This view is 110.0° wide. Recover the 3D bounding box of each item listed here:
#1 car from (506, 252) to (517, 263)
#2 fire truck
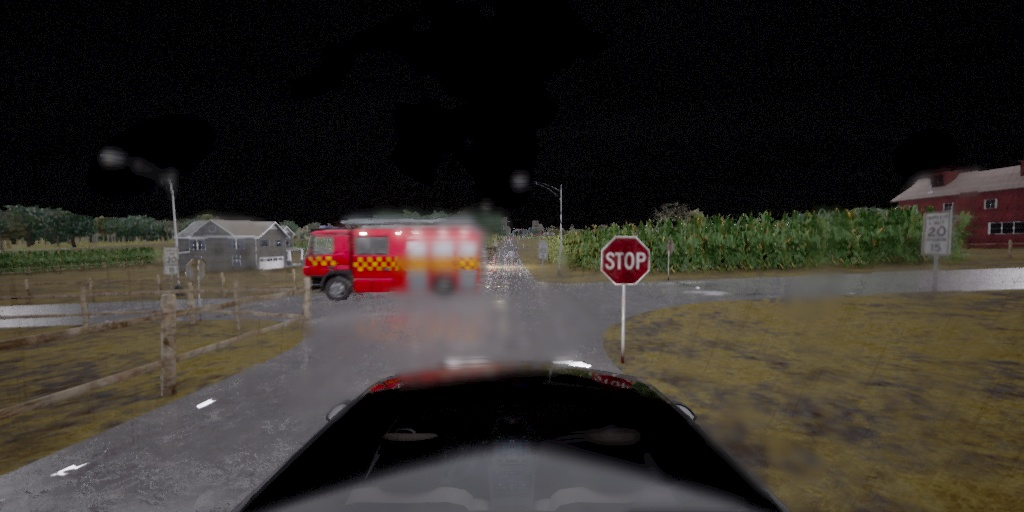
[{"bbox_3d":[-0.036,0.361,62.186,2.128,1.511,4.902,0,2,0],"label":"car"},{"bbox_3d":[-5.618,0.159,18.117,8.468,3.827,2.891,0,1,0],"label":"fire truck"}]
